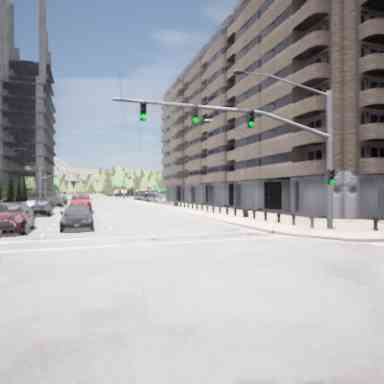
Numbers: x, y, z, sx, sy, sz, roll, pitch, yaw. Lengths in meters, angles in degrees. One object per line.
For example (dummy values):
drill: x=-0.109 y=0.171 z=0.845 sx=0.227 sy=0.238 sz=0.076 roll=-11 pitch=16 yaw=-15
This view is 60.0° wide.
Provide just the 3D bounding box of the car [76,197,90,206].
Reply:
car: x=-18.159 y=1.534 z=55.480 sx=2.033 sy=1.411 sz=5.357 roll=0 pitch=0 yaw=-17

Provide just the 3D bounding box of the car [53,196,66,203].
car: x=-19.097 y=1.502 z=46.746 sx=1.837 sy=1.490 sz=4.892 roll=0 pitch=0 yaw=-17

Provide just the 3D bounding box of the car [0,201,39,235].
car: x=-9.967 y=1.342 z=18.156 sx=2.097 sy=1.767 sz=4.553 roll=0 pitch=0 yaw=-18

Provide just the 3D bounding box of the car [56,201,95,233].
car: x=-6.856 y=1.505 z=19.932 sx=1.812 sy=1.442 sz=4.674 roll=0 pitch=0 yaw=-18

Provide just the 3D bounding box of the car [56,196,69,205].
car: x=-23.021 y=1.505 z=59.201 sx=1.837 sy=1.490 sz=4.892 roll=0 pitch=0 yaw=-18

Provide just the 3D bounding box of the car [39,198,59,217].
car: x=-14.023 y=1.539 z=31.137 sx=2.033 sy=1.411 sz=5.357 roll=0 pitch=0 yaw=-18

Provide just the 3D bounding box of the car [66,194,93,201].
car: x=-11.672 y=1.205 z=34.950 sx=2.150 sy=2.045 sz=5.566 roll=0 pitch=0 yaw=-18
